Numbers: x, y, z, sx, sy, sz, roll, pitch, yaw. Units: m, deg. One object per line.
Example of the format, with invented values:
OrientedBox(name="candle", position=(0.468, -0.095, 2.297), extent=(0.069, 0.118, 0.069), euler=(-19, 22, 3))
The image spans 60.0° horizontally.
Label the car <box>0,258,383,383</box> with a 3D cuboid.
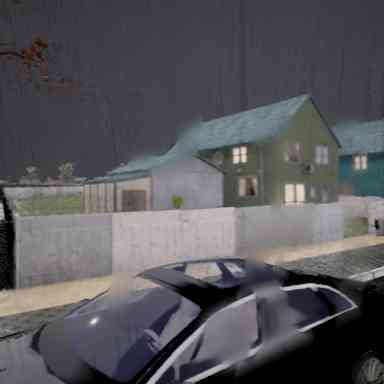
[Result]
OrientedBox(name="car", position=(0.026, 1.488, 3.083), extent=(4.902, 1.511, 2.128), euler=(0, 0, -35))
